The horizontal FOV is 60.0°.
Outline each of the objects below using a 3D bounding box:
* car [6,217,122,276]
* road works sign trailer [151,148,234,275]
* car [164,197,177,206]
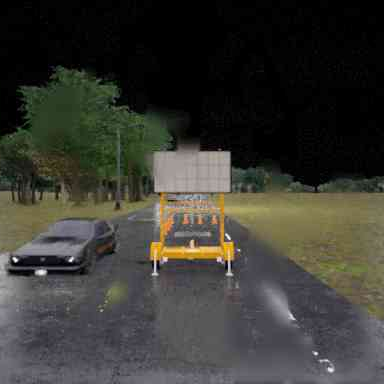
[{"bbox_3d":[-3.587,1.527,10.572,2.033,1.411,5.357,0,0,0],"label":"car"},{"bbox_3d":[0.010,0.445,10.314,2.380,3.560,2.880,0,0,0],"label":"road works sign trailer"},{"bbox_3d":[-3.315,1.412,52.046,1.895,1.301,4.718,0,0,1],"label":"car"}]
